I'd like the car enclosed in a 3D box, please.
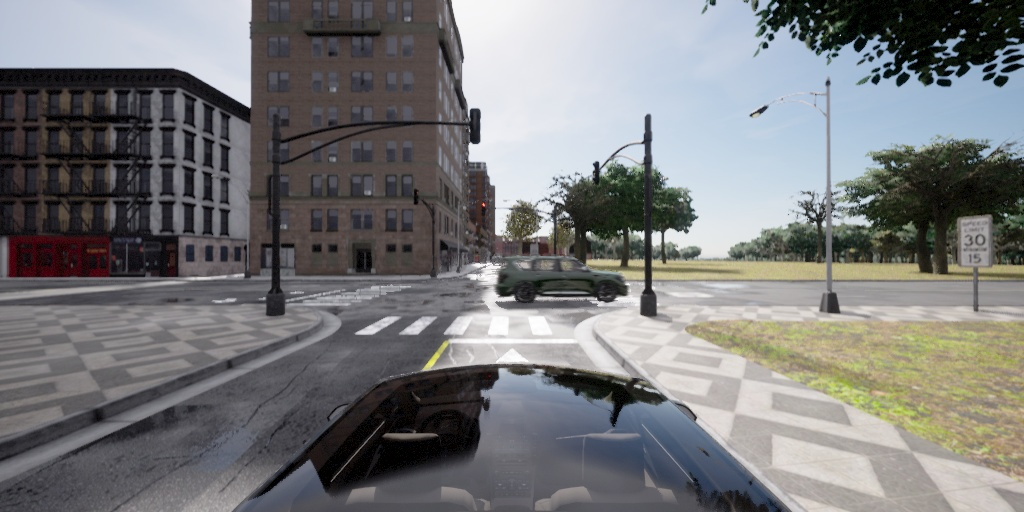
[{"bbox_3d":[2.058,1.010,15.455,5.566,2.045,2.150,0,0,0],"label":"car"}]
